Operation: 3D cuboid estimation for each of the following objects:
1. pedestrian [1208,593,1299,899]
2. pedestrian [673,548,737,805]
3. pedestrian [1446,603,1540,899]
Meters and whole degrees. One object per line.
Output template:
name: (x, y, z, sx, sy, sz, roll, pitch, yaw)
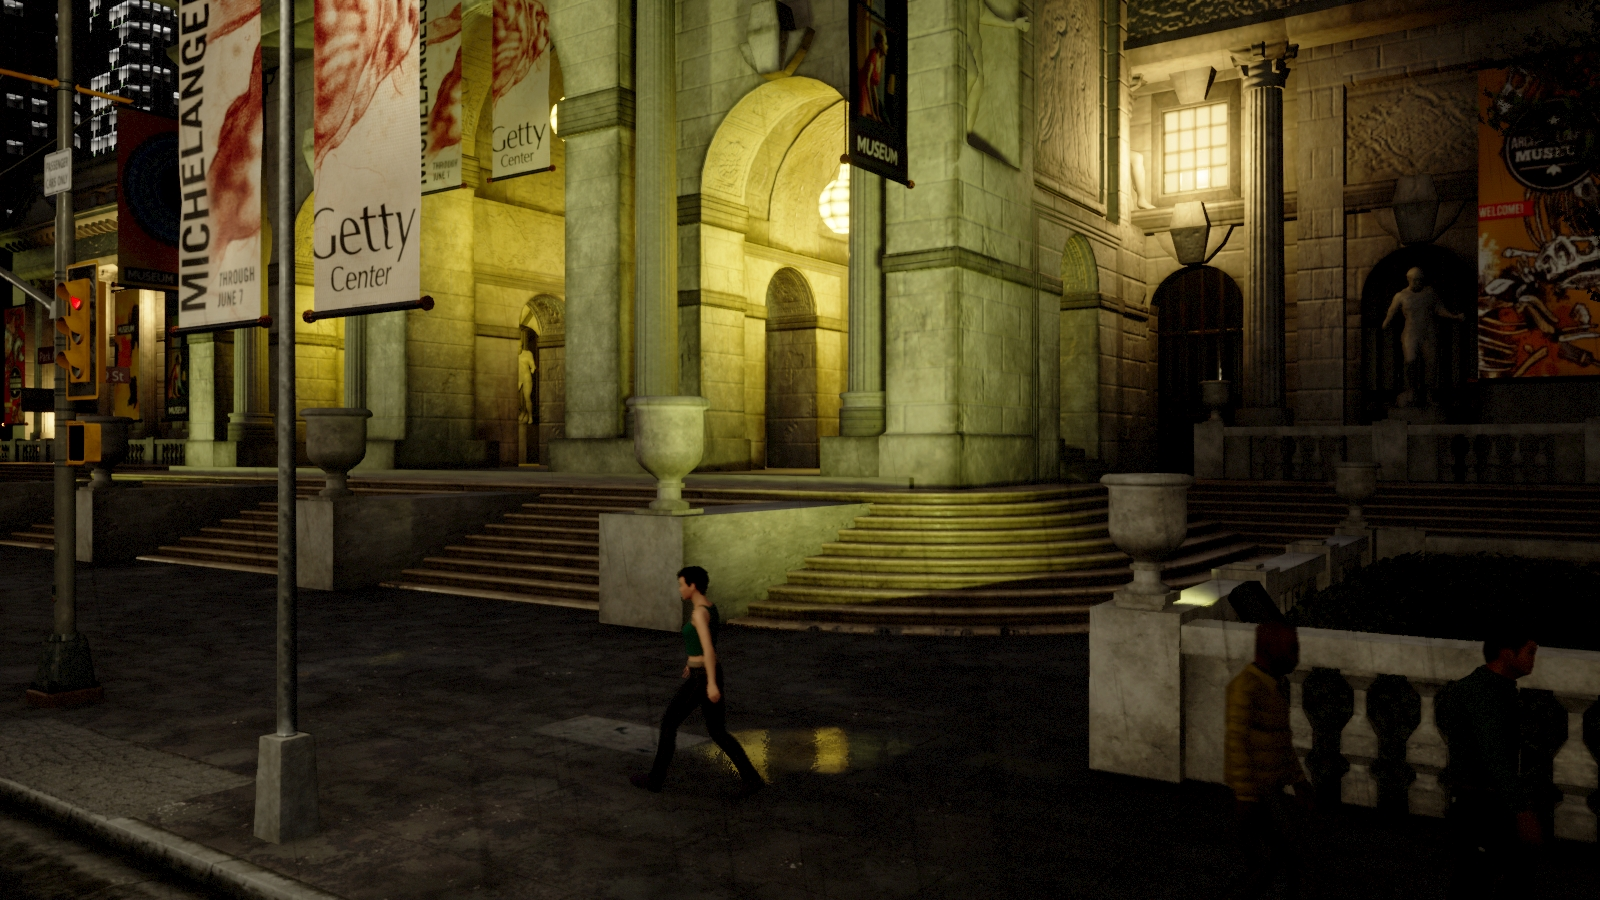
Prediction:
pedestrian: (2.325, 1.697, 5.848, 0.375, 1.860, 0.375, 0, 0, 31)
pedestrian: (-0.723, 1.698, 8.701, 0.375, 1.860, 0.375, 0, 0, 17)
pedestrian: (3.318, 1.698, 5.490, 0.375, 1.860, 0.375, 0, 0, 29)
